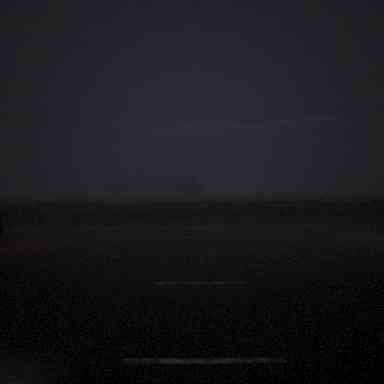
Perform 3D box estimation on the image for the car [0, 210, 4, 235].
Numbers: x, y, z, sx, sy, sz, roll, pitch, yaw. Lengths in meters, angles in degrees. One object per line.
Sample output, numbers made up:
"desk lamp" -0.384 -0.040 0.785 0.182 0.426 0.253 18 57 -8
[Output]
"car" -10.514 1.155 13.189 5.566 2.045 2.150 0 1 0
